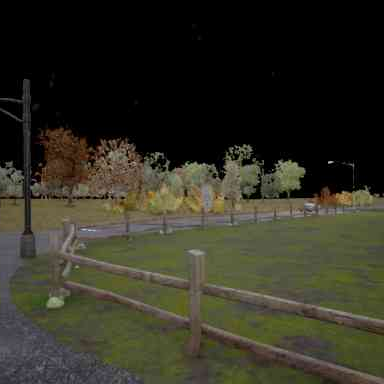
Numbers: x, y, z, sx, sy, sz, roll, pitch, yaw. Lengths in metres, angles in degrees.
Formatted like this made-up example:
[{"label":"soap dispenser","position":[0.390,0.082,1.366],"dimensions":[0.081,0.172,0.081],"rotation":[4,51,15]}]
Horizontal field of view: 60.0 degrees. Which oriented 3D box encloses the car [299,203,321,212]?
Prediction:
[{"label":"car","position":[18.875,2.448,52.974],"dimensions":[2.033,1.411,5.357],"rotation":[-1,-2,40]}]
